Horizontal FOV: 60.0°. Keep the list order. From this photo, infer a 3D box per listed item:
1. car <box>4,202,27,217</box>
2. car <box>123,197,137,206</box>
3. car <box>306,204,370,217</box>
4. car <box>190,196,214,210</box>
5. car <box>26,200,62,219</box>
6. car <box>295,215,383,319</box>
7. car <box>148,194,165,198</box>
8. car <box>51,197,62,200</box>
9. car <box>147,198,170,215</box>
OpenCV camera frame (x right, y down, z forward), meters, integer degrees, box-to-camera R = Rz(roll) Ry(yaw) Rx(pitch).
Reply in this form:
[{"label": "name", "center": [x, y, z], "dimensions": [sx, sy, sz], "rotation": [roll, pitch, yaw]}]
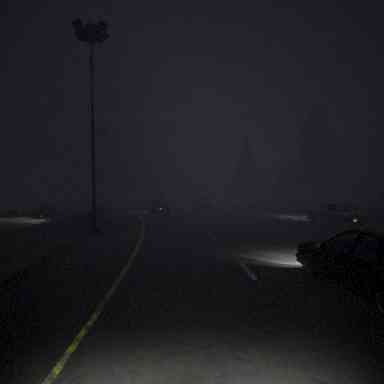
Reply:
[{"label": "car", "center": [-18.443, 1.801, 35.425], "dimensions": [1.882, 1.535, 5.008], "rotation": [-1, 0, -14]}, {"label": "car", "center": [-10.905, 1.704, 58.355], "dimensions": [1.837, 1.490, 4.892], "rotation": [1, -1, -23]}, {"label": "car", "center": [9.579, 1.442, 22.403], "dimensions": [1.895, 1.301, 4.718], "rotation": [-1, 0, -8]}, {"label": "car", "center": [1.231, 1.341, 44.148], "dimensions": [2.097, 1.767, 4.553], "rotation": [-1, 0, -16]}, {"label": "car", "center": [-14.129, 1.796, 32.516], "dimensions": [2.033, 1.411, 5.357], "rotation": [-1, 0, -12]}, {"label": "car", "center": [4.034, 1.480, 7.025], "dimensions": [2.033, 1.411, 5.357], "rotation": [-1, 0, -5]}, {"label": "car", "center": [-5.996, 1.336, 55.881], "dimensions": [2.150, 2.045, 5.566], "rotation": [0, 0, -22]}, {"label": "car", "center": [-29.108, 1.828, 71.359], "dimensions": [2.033, 1.411, 5.357], "rotation": [-1, 0, -29]}, {"label": "car", "center": [-3.566, 1.633, 34.672], "dimensions": [1.994, 1.385, 4.181], "rotation": [-1, 0, -14]}]
